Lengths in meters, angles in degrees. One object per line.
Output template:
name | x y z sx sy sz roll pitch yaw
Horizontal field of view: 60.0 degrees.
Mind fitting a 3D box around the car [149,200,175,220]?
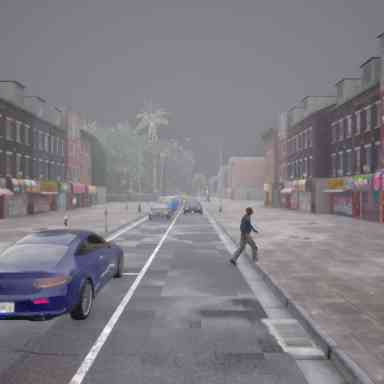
car | -2.642 1.599 28.142 1.802 1.307 4.206 0 0 0

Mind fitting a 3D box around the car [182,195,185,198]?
car | -2.646 1.617 55.464 2.008 1.369 4.403 0 0 0

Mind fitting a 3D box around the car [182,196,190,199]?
car | 0.031 1.612 46.100 1.994 1.385 4.181 0 0 1

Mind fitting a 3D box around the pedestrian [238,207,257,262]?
pedestrian | 1.666 1.294 10.009 0.375 1.860 0.375 0 0 0

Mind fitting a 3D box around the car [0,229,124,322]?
car | -2.751 1.526 7.174 1.812 1.442 4.674 0 0 0

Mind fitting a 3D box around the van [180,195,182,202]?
van | -2.644 1.387 44.536 1.690 1.788 3.998 0 0 0

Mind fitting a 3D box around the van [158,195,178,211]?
van | -2.643 1.368 33.607 1.690 1.788 3.998 0 0 0

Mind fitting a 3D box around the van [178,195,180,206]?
van | -2.644 1.377 39.071 1.690 1.788 3.998 0 0 0

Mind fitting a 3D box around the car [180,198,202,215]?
car | 0.083 1.629 34.382 1.895 1.301 4.718 0 0 0
